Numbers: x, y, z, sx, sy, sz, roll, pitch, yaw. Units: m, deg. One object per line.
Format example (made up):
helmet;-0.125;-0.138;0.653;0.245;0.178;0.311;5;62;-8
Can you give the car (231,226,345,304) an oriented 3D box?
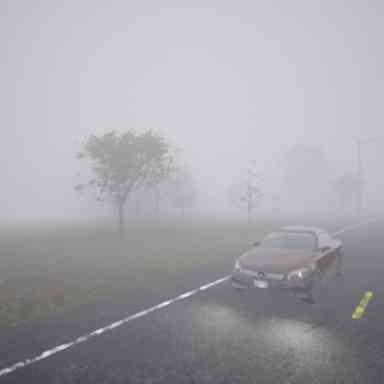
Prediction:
car;2.753;1.675;8.811;1.812;1.442;4.674;-1;-1;35
